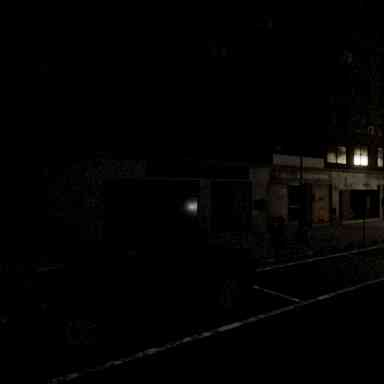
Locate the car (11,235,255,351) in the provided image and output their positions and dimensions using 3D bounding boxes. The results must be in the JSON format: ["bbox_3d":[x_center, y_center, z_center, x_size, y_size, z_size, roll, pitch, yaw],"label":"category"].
[{"bbox_3d":[-0.813,1.545,6.185,4.507,1.381,1.887,0,0,-35],"label":"car"}]
